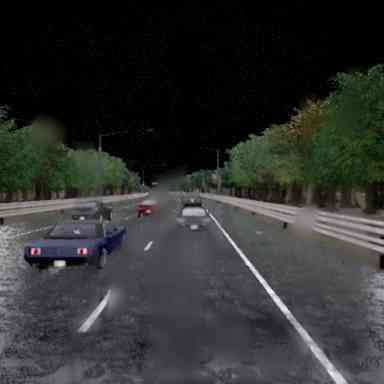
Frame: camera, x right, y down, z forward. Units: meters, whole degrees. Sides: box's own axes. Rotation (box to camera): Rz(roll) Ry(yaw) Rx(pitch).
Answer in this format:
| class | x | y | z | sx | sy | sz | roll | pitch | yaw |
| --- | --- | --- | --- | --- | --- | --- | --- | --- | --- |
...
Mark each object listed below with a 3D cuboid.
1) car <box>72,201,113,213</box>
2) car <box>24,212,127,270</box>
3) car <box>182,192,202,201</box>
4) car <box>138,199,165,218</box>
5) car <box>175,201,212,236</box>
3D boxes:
| class | x | y | z | sx | sy | sz | roll | pitch | yaw |
| --- | --- | --- | --- | --- | --- | --- | --- | --- | --- |
| car | -6.919 | 1.401 | 23.429 | 1.837 | 1.490 | 4.892 | 0 | 0 | 0 |
| car | -3.408 | 1.551 | 10.812 | 1.895 | 1.301 | 4.718 | 0 | 0 | 0 |
| car | 0.009 | 1.052 | 38.561 | 2.150 | 2.045 | 5.566 | 0 | 0 | -1 |
| car | -3.428 | 1.350 | 28.702 | 1.882 | 1.535 | 5.008 | 0 | 0 | 0 |
| car | 0.086 | 1.446 | 17.719 | 1.812 | 1.442 | 4.674 | 0 | 0 | 0 |
